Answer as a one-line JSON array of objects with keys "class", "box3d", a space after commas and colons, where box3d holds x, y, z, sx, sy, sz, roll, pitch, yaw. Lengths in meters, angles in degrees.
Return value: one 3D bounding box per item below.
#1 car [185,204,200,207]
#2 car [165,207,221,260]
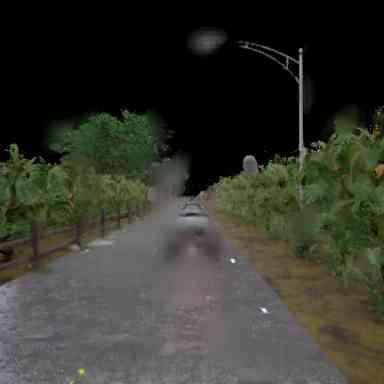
[{"class": "car", "box3d": [0.030, 1.697, 27.892, 1.994, 1.385, 4.181, 0, 0, 1]}, {"class": "car", "box3d": [0.036, 1.565, 12.678, 1.837, 1.490, 4.892, 0, 0, 1]}]
